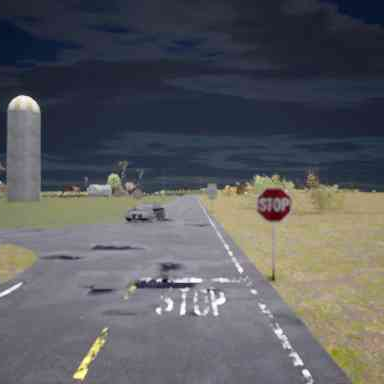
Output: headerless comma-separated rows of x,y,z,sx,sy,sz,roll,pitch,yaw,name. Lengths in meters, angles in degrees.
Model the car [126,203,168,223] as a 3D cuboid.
-3.306,1.527,24.864,1.994,1.385,4.181,0,1,15,car
